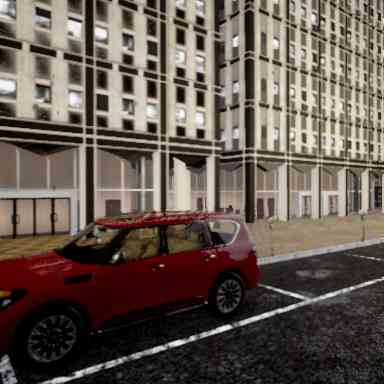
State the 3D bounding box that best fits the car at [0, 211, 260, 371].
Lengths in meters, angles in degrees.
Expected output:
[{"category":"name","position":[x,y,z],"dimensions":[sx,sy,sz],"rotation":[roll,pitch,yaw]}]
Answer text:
[{"category":"car","position":[-0.980,1.316,5.866],"dimensions":[5.009,1.841,2.192],"rotation":[0,0,-36]}]
